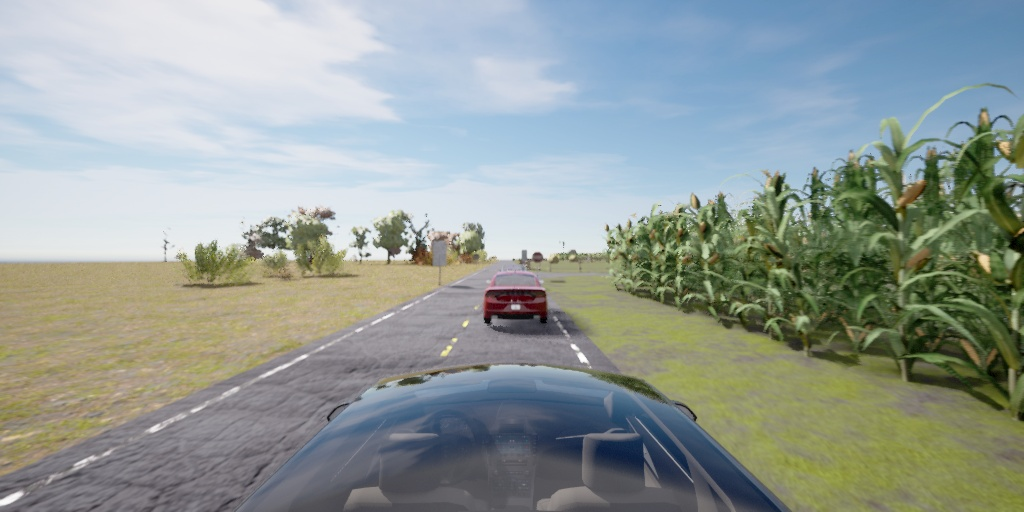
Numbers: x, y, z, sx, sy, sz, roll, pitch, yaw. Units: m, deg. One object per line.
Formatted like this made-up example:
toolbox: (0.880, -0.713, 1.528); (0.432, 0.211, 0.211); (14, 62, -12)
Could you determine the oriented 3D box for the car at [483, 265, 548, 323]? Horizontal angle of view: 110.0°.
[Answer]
car: (0.102, 1.229, 12.151); (1.882, 1.535, 5.008); (0, 0, 0)
